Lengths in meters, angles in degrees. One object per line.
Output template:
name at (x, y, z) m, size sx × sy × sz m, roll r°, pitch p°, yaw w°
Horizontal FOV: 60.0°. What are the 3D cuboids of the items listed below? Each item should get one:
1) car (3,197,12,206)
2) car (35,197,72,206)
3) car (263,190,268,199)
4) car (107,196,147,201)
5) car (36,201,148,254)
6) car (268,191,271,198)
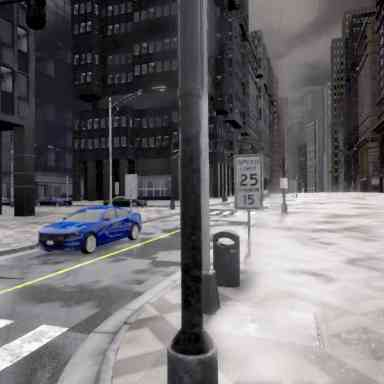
car at (-27.449, 1.317, 46.832) m, size 4.181 × 1.385 × 1.994 m, roll 0°, pitch 0°, yaw 20°
car at (-16.672, 1.235, 39.763) m, size 4.718 × 1.301 × 1.895 m, roll -1°, pitch 0°, yaw 19°
car at (11.234, 0.620, 56.950) m, size 1.994 × 1.385 × 4.181 m, roll -1°, pitch 1°, yaw 19°
car at (-7.273, 1.144, 36.526) m, size 4.718 × 1.301 × 1.895 m, roll -1°, pitch 0°, yaw 19°
car at (-3.765, 1.322, 13.081) m, size 1.882 × 1.535 × 5.008 m, roll -1°, pitch 1°, yaw 19°
car at (14.613, 0.396, 66.641) m, size 2.128 × 1.511 × 4.902 m, roll -1°, pitch 1°, yaw 19°
